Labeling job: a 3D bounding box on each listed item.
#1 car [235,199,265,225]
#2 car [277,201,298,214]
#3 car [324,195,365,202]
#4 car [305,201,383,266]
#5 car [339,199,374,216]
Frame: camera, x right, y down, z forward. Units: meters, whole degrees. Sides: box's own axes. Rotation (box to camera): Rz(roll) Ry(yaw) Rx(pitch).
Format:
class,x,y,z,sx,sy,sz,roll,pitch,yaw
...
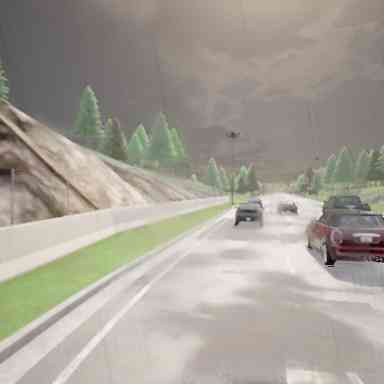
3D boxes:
class,x,y,z,sx,sy,sz,roll,pitch,yaw
car,4.108,1.494,23.753,1.837,1.490,4.892,0,0,12
car,10.053,1.613,35.342,1.895,1.301,4.718,0,0,12
car,11.742,1.260,26.149,2.150,2.045,5.566,0,0,12
car,5.330,1.370,11.568,2.097,1.767,4.553,0,0,10
car,17.108,1.553,34.889,2.128,1.511,4.902,0,0,12
